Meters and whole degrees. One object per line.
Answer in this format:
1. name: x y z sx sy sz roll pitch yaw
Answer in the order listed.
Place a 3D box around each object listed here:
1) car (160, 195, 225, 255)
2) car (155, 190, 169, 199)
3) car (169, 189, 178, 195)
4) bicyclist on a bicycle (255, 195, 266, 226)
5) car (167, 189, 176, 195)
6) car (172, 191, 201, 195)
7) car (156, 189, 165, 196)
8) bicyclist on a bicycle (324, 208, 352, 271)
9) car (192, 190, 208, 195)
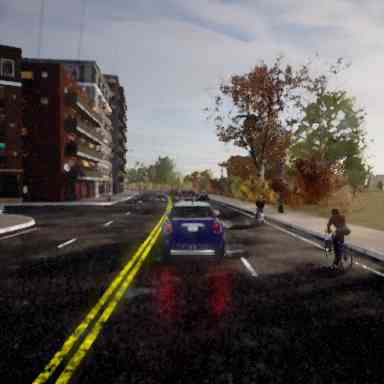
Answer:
1. car: -0.001 1.146 12.569 2.097 1.767 4.553 0 1 -1
2. car: -5.859 0.526 61.999 2.033 1.411 5.357 0 1 -4
3. car: -4.345 0.027 79.695 2.097 1.767 4.553 0 1 -7
4. bicyclist on a bicycle: 3.919 1.055 19.239 0.659 1.776 1.843 0 1 -1
5. car: -5.548 -0.043 89.739 1.994 1.385 4.181 0 1 -7
6. car: -0.560 0.968 32.008 2.128 1.511 4.902 0 1 -2
7. car: -7.435 0.180 78.075 1.882 1.535 5.008 0 1 -6
8. bicyclist on a bicycle: 4.092 1.299 9.351 0.582 1.620 1.656 0 1 -1
9. car: 1.595 0.700 51.428 2.033 1.411 5.357 0 1 -4
